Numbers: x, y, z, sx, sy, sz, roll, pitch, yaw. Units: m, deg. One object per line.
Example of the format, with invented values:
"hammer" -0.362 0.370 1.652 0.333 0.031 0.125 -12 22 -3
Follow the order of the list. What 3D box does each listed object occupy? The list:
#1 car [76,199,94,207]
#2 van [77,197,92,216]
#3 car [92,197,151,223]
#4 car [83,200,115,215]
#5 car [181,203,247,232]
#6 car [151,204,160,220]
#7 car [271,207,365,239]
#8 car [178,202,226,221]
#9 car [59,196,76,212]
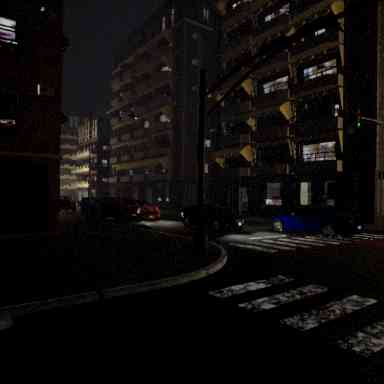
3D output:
"car" -18.434 1.868 57.309 1.802 1.307 4.206 1 -1 -35
"van" -8.745 1.355 30.008 1.690 1.788 3.998 1 -1 -35
"car" -5.521 1.310 25.459 2.192 1.841 5.009 1 -1 -35
"car" -10.230 1.651 36.378 1.994 1.385 4.181 1 -1 -35
"car" 1.214 1.527 20.273 1.837 1.490 4.892 1 -1 -36
"car" -4.519 1.405 28.315 2.097 1.767 4.553 1 -1 -35
"car" 6.520 1.546 17.810 1.882 1.535 5.008 1 -1 -36
"car" 0.806 1.686 30.151 1.752 1.417 4.829 1 -1 -35
"car" -15.190 1.369 39.108 2.192 1.841 5.009 1 -1 -35
